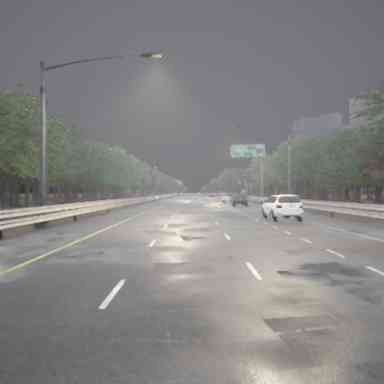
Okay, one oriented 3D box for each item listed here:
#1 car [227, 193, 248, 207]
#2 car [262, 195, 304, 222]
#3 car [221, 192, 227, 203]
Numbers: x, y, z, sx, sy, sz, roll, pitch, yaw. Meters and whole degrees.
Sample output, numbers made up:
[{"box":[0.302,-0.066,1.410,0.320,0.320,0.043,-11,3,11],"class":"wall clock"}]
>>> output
[{"box":[7.163,1.211,50.972,2.150,2.045,5.566,0,0,0],"class":"car"},{"box":[7.050,1.225,26.318,2.150,2.045,5.566,0,0,0],"class":"car"},{"box":[7.268,1.199,68.044,2.150,2.045,5.566,0,0,0],"class":"car"}]
